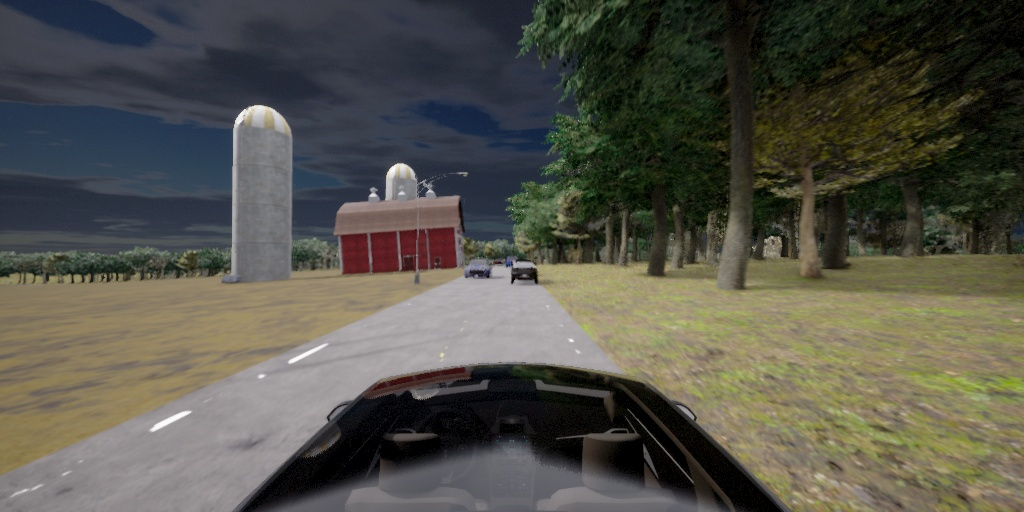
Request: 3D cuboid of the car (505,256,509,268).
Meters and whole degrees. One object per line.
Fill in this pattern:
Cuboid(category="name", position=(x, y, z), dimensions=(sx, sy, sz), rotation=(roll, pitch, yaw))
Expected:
Cuboid(category="car", position=(0.031, 0.989, 61.570), dimensions=(2.150, 2.045, 5.566), rotation=(0, 0, 0))

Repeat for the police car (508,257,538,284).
Cuboid(category="police car", position=(0.837, 1.073, 26.070), dimensions=(1.930, 1.638, 5.238), rotation=(0, 0, 0))

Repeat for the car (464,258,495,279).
Cuboid(category="car", position=(-2.810, 0.995, 30.597), dimensions=(2.097, 1.767, 4.553), rotation=(0, 0, 0))
